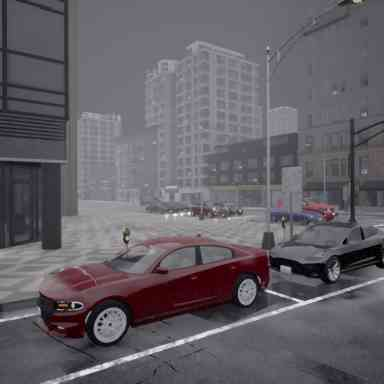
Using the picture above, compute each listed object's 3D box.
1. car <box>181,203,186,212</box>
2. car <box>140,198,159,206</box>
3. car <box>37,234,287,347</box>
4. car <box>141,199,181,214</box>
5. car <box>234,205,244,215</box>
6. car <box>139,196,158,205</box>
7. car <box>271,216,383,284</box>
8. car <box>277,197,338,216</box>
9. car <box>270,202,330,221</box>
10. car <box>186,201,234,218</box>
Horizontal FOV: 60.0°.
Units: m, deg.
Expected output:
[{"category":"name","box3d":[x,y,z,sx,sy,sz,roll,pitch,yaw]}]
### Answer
[{"category":"car","box3d":[-2.371,2.044,46.237,2.033,1.411,5.357,0,0,-36]},{"category":"car","box3d":[-6.416,2.164,57.913,2.033,1.411,5.357,0,0,-35]},{"category":"car","box3d":[-0.475,1.544,6.314,4.507,1.381,1.887,0,0,-35]},{"category":"car","box3d":[-4.141,2.042,43.101,2.033,1.411,5.357,0,0,-36]},{"category":"car","box3d":[3.755,1.873,37.570,1.837,1.490,4.892,0,-1,-35]},{"category":"car","box3d":[-8.484,1.905,66.454,2.150,2.045,5.566,0,0,-35]},{"category":"car","box3d":[4.121,1.564,9.591,4.313,1.339,1.947,0,0,-35]},{"category":"car","box3d":[9.796,1.458,29.031,2.150,2.045,5.566,0,-1,-35]},{"category":"car","box3d":[7.959,1.759,26.005,1.812,1.442,4.674,0,-1,-35]},{"category":"car","box3d":[1.787,1.722,34.733,2.097,1.767,4.553,0,0,-35]}]
